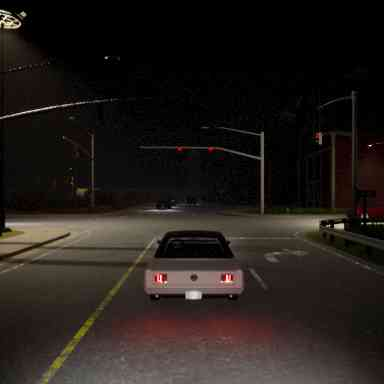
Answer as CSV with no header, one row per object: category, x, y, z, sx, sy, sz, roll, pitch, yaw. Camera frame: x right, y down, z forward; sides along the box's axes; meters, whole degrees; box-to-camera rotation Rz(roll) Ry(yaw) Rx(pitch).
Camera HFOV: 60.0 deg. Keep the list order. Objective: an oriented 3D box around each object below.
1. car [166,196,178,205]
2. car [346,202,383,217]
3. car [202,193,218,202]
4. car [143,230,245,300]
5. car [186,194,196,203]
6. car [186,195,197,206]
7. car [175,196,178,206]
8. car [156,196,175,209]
car,-3.742,1.524,62.567,1.837,1.490,4.892,0,0,0
car,15.050,1.513,26.744,5.008,1.535,1.882,0,0,1
car,3.956,1.168,72.903,1.905,1.878,3.866,-8,3,-42
car,0.044,1.604,8.320,1.895,1.301,4.718,0,0,0
car,-0.201,1.378,71.119,2.097,1.767,4.553,0,0,0
car,-0.162,1.523,57.122,1.837,1.490,4.892,0,0,0
car,-3.739,1.370,53.423,2.097,1.767,4.553,0,0,0
car,-3.722,1.537,44.520,1.812,1.442,4.674,0,0,0
